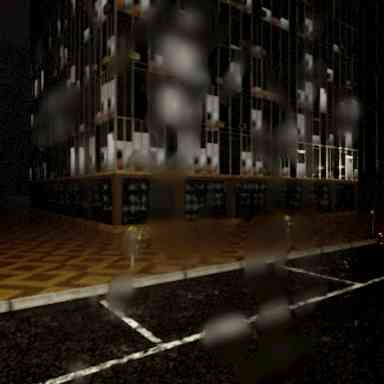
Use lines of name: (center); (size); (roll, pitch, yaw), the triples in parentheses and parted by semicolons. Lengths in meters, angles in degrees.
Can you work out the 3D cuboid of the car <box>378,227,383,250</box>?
car: (8.961, 1.523, 12.948); (4.507, 1.381, 1.887); (0, 0, -35)
